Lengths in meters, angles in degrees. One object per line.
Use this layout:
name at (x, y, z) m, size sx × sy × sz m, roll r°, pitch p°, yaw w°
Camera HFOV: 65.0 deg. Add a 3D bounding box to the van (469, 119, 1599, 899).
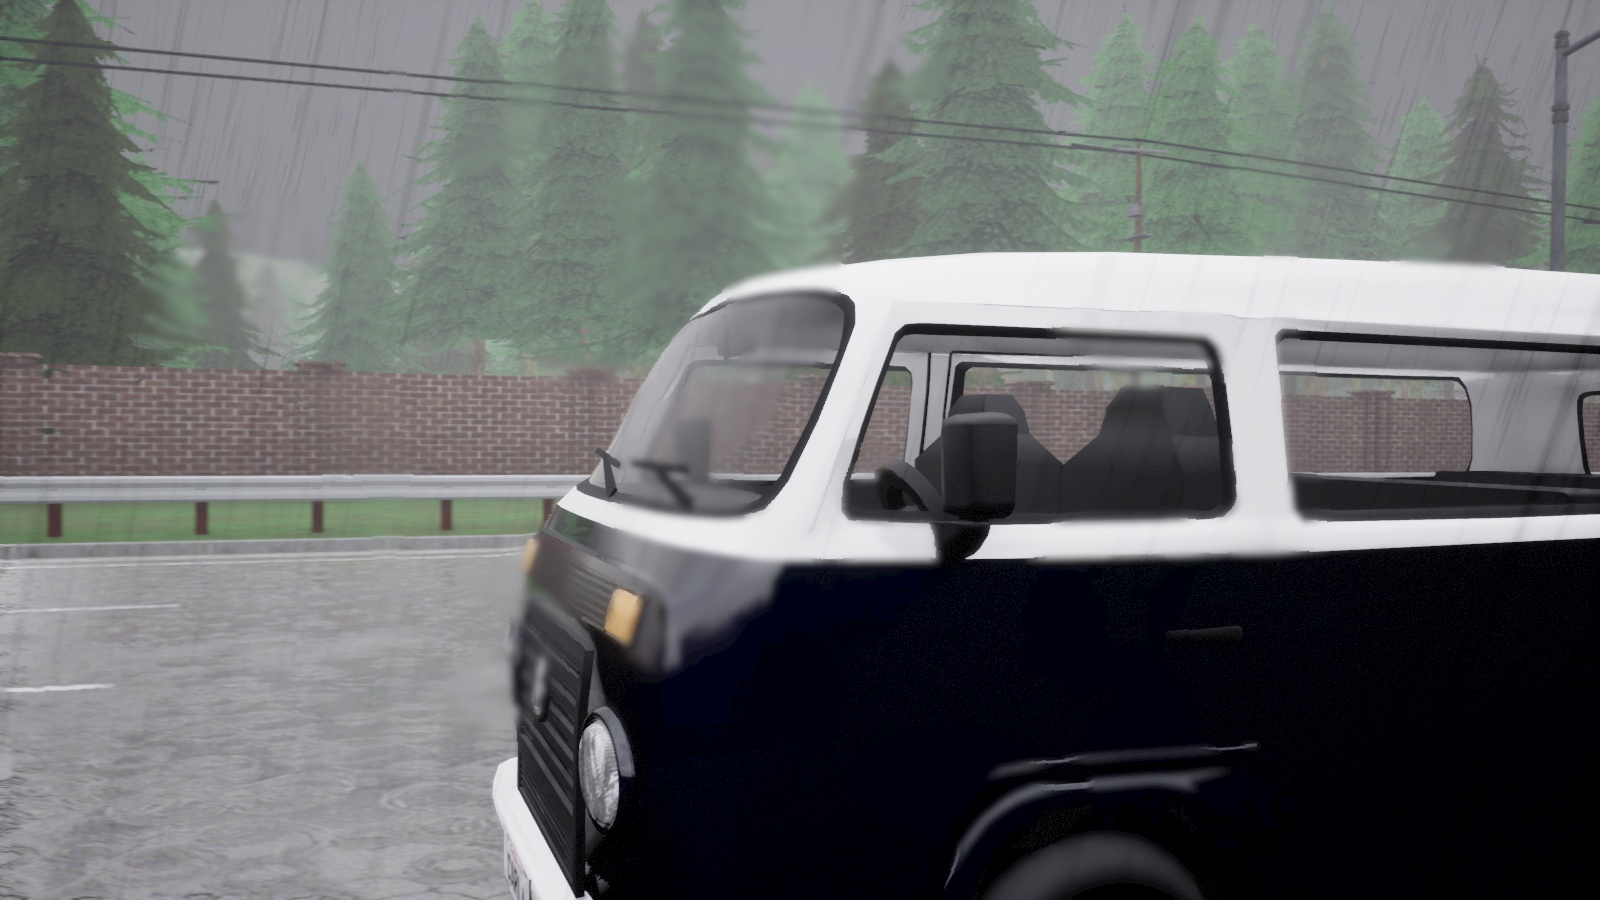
van at (1.434, 0.444, 3.780) m, size 4.480 × 2.038 × 2.069 m, roll -1°, pitch 1°, yaw -21°
